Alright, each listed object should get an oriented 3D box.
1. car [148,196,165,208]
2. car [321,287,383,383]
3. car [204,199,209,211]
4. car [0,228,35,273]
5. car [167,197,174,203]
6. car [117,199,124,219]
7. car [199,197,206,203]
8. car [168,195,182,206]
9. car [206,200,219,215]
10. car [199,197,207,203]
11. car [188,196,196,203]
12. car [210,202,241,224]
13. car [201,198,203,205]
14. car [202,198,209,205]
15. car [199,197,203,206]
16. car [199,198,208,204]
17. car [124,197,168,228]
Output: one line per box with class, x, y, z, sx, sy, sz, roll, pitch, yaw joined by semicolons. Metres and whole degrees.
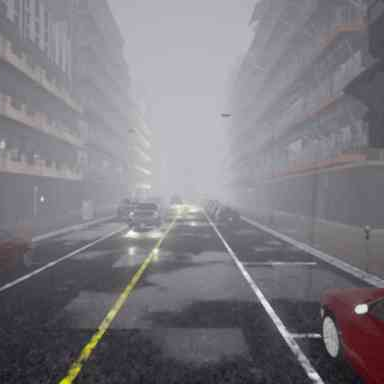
car;-5.670;1.625;54.025;2.192;1.841;5.009;0;0;0
car;2.692;1.562;3.041;1.887;1.381;4.507;0;0;0
car;2.705;1.747;37.016;1.887;1.381;4.507;0;0;0
car;-5.687;1.630;8.727;1.802;1.307;4.206;0;0;0
car;-5.656;2.095;87.825;1.752;1.417;4.829;0;0;0
car;-5.678;1.487;31.378;2.192;1.841;5.009;0;0;0
car;2.724;2.097;88.138;1.752;1.417;4.829;0;-1;0
car;-2.988;1.605;63.637;2.150;2.045;5.566;0;0;1
car;2.703;1.723;31.353;2.008;1.369;4.403;0;0;0
car;2.722;2.069;82.310;1.887;1.381;4.507;0;0;0
car;0.034;1.904;79.890;2.128;1.511;4.902;0;0;0
car;2.701;1.692;25.691;2.008;1.369;4.403;0;0;0
car;2.709;1.852;48.339;1.802;1.307;4.206;0;0;0
car;2.707;1.676;42.676;1.967;1.590;4.097;0;0;0
car;2.385;1.840;61.286;1.882;1.535;5.008;0;0;0
car;2.720;2.026;76.645;1.887;1.381;4.507;0;0;0
car;-3.088;1.479;23.194;2.097;1.767;4.553;0;0;0
